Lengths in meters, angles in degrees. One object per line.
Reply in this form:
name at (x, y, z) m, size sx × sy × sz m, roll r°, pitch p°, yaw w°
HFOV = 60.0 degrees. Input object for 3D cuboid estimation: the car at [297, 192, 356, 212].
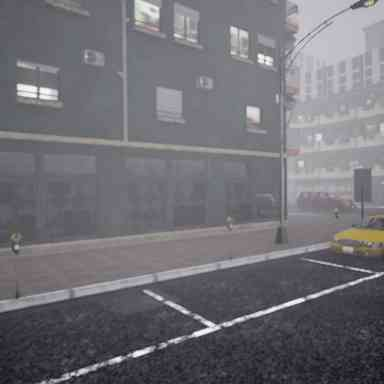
car at (11.572, 0.878, 29.048) m, size 2.192 × 1.841 × 5.009 m, roll -1°, pitch 1°, yaw -36°

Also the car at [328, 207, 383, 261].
car at (6.579, 1.351, 11.257) m, size 4.829 × 1.417 × 1.752 m, roll -1°, pitch 1°, yaw -36°
